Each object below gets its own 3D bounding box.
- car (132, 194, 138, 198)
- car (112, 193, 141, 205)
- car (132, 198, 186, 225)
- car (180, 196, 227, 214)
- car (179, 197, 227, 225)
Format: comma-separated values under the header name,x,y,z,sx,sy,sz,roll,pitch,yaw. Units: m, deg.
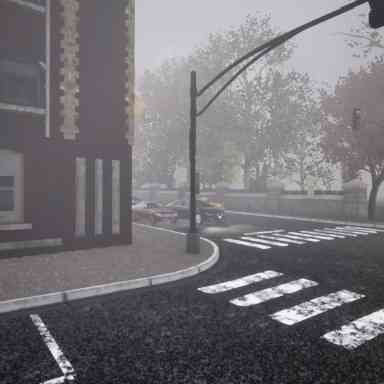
name,x,y,z,sx,sy,sz,roll,pitch,yaw
car,-5.688,1.029,29.833,1.837,1.490,4.892,0,1,-36
car,-8.681,0.864,43.876,2.008,1.369,4.403,1,0,-36
car,-2.503,1.257,21.022,1.802,1.307,4.206,2,0,-36
car,0.950,1.130,30.551,1.752,1.417,4.829,1,0,-36
car,0.164,1.208,21.687,1.837,1.490,4.892,0,1,-39
